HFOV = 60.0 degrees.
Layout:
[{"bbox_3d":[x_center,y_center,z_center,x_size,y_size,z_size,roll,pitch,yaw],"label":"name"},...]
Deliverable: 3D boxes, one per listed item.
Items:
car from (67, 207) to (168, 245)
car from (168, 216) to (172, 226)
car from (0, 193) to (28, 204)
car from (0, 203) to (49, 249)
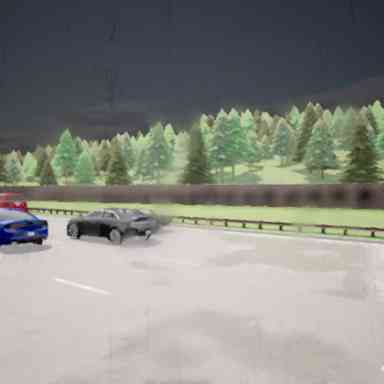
[{"bbox_3d":[-3.768,1.455,15.254,4.902,1.511,2.128,0,0,36],"label":"car"},{"bbox_3d":[-3.549,1.557,19.422,4.718,1.301,1.895,0,0,36],"label":"car"},{"bbox_3d":[-16.359,1.127,28.648,5.566,2.045,2.150,0,0,36],"label":"car"},{"bbox_3d":[-8.104,1.432,14.074,5.008,1.535,1.882,0,0,36],"label":"car"}]
